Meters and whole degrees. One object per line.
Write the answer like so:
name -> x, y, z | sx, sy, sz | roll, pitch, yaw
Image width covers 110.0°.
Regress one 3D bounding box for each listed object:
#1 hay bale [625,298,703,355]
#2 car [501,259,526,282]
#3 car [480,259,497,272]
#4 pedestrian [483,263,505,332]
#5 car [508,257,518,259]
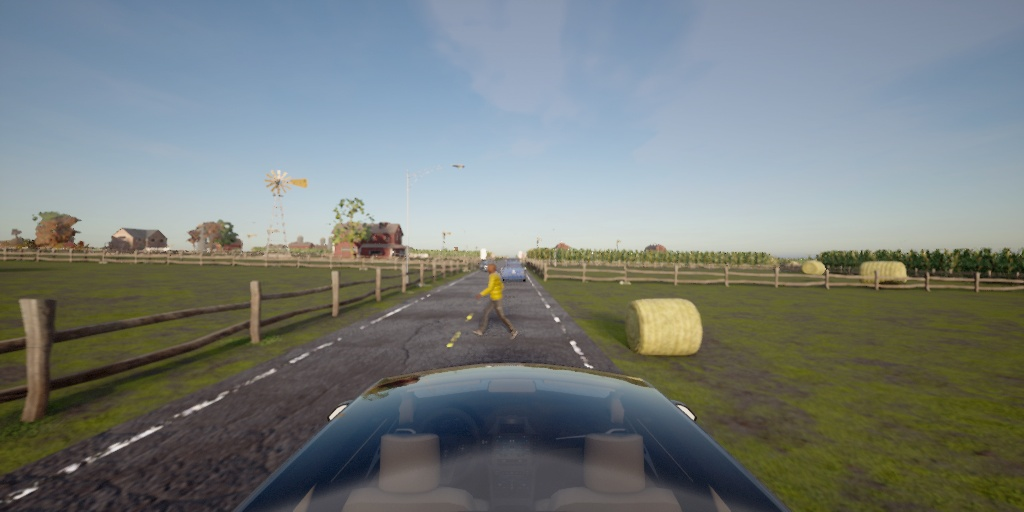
hay bale -> 3.134, 1.385, 7.546 | 1.220, 1.180, 1.240 | 0, 0, 0
car -> 0.129, 1.212, 27.821 | 2.033, 1.411, 5.357 | 0, 0, 0
car -> -2.766, 1.112, 42.595 | 2.128, 1.511, 4.902 | 0, 0, 0
pedestrian -> -0.429, 1.019, 8.547 | 0.375, 1.860, 0.375 | 1, -1, -2
car -> 0.169, 0.964, 46.294 | 2.097, 1.767, 4.553 | 0, 0, 0
